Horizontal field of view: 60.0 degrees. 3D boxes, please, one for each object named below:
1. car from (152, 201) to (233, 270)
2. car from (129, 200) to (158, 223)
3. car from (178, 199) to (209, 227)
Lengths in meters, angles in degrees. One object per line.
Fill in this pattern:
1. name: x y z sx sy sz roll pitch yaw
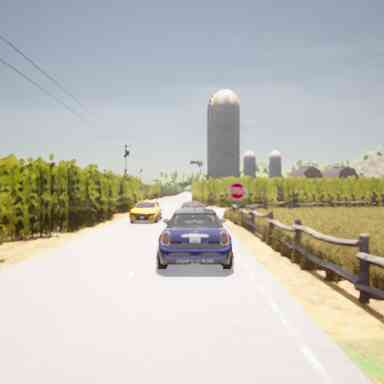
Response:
1. car: 0.079 1.288 10.947 2.097 1.767 4.553 0 0 0
2. car: -3.244 1.377 24.081 1.882 1.535 5.008 0 0 0
3. car: 0.050 1.342 22.738 1.882 1.535 5.008 0 0 0
